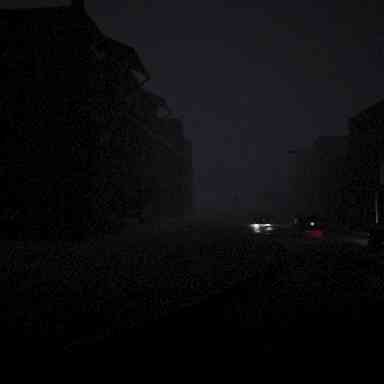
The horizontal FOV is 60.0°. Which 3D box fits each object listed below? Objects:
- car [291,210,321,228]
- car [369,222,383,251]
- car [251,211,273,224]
[{"bbox_3d":[10.342,2.454,30.373,1.837,1.490,4.892,0,-1,5],"label":"car"},{"bbox_3d":[8.303,1.710,12.735,2.128,1.511,4.902,0,-2,14],"label":"car"},{"bbox_3d":[7.735,2.824,37.013,1.994,1.385,4.181,0,-2,5],"label":"car"}]
